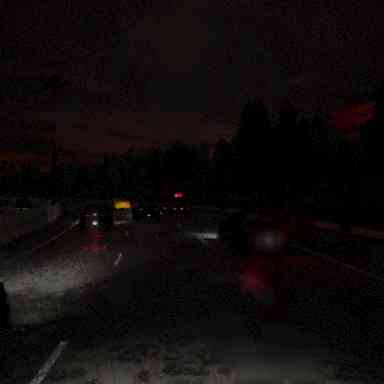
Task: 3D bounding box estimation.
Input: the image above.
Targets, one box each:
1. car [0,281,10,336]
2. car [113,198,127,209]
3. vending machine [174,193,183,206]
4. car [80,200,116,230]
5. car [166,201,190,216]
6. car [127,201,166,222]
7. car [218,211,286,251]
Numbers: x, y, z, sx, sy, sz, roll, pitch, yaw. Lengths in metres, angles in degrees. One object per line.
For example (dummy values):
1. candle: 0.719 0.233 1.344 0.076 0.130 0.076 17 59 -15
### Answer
1. car: -3.628 1.500 3.113 2.128 1.511 4.902 0 0 -2
2. car: -9.174 1.486 41.846 1.882 1.535 5.008 0 0 -23
3. vending machine: -2.158 1.181 53.679 1.100 2.100 0.880 0 0 -28
4. car: -6.039 1.512 21.299 1.837 1.490 4.892 0 0 -12
5. car: -1.707 1.540 32.240 2.033 1.411 5.357 0 0 -18
6. car: -3.721 1.491 26.415 2.128 1.511 4.902 0 0 -15
7. car: 2.396 1.514 13.975 1.812 1.442 4.674 0 0 -8
